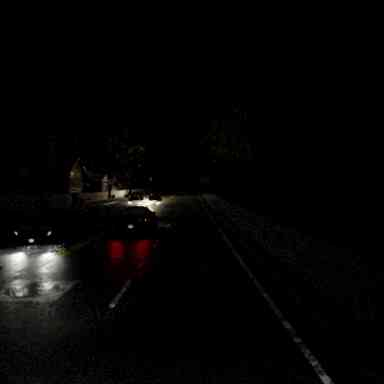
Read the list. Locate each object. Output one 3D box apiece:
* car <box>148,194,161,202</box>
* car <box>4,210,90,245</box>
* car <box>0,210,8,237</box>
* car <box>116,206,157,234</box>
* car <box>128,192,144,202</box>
[{"bbox_3d":[-6.465,0.982,58.151,1.994,1.385,4.181,0,1,1],"label":"car"},{"bbox_3d":[-6.577,1.596,16.268,2.033,1.411,5.357,0,0,0],"label":"car"},{"bbox_3d":[-9.825,1.596,16.141,2.033,1.411,5.357,0,0,0],"label":"car"},{"bbox_3d":[-3.123,1.555,19.243,1.812,1.442,4.674,0,0,0],"label":"car"},{"bbox_3d":[-9.713,0.775,57.955,2.097,1.767,4.553,0,1,1],"label":"car"}]
